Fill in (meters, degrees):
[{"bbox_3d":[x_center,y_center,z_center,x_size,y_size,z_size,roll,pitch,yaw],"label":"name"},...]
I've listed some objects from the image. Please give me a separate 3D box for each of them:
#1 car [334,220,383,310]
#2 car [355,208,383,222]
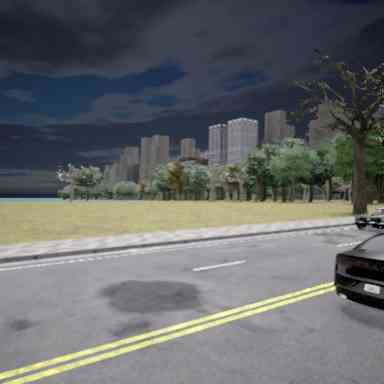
[{"bbox_3d":[5.045,1.479,7.036,5.008,1.535,1.882,0,0,-35],"label":"car"},{"bbox_3d":[11.826,1.622,20.096,4.718,1.301,1.895,0,0,-35],"label":"car"}]
